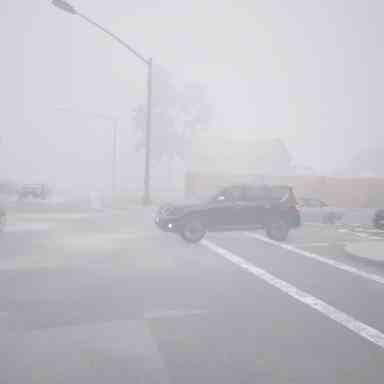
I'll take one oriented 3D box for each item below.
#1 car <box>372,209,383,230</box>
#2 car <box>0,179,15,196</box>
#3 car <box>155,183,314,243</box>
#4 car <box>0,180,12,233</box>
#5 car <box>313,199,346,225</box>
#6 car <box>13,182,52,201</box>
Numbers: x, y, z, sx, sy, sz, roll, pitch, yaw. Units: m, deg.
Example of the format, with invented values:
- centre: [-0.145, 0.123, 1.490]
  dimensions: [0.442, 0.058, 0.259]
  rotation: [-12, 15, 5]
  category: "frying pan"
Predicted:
- centre: [10.896, 1.120, 15.620]
  dimensions: [5.008, 1.535, 1.882]
  rotation: [1, 3, -17]
  category: "car"
- centre: [-17.197, -0.490, 30.623]
  dimensions: [1.882, 1.535, 5.008]
  rotation: [1, 2, -16]
  category: "car"
- centre: [1.428, 0.682, 12.632]
  dimensions: [5.566, 2.045, 2.150]
  rotation: [1, 3, -17]
  category: "car"
- centre: [-7.297, 0.631, 10.178]
  dimensions: [2.097, 1.767, 4.553]
  rotation: [1, 3, -17]
  category: "car"
- centre: [5.582, 0.977, 17.616]
  dimensions: [4.718, 1.301, 1.895]
  rotation: [1, 3, -17]
  category: "car"
- centre: [-12.612, -0.051, 26.977]
  dimensions: [1.895, 1.301, 4.718]
  rotation: [1, 3, -14]
  category: "car"
